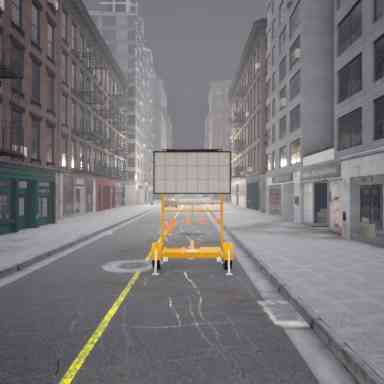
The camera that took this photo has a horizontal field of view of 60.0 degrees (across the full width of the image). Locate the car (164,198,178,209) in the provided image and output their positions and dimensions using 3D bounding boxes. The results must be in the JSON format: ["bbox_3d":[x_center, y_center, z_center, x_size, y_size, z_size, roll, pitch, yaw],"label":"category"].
[{"bbox_3d":[-2.985,1.524,46.301,2.033,1.411,5.357,0,0,0],"label":"car"}]

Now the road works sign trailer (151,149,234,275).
[{"bbox_3d":[0.010,0.462,10.405,2.380,3.560,2.880,0,0,0],"label":"road works sign trailer"}]
